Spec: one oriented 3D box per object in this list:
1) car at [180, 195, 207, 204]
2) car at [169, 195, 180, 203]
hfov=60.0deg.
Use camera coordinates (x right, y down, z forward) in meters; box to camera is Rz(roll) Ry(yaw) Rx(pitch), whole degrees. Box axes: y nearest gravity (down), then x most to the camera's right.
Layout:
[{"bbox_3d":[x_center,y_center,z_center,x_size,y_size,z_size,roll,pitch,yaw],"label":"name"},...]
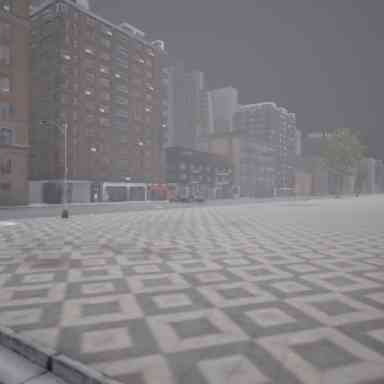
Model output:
[{"bbox_3d":[0.657,1.334,57.484,1.837,1.490,4.892,1,0,36],"label":"car"},{"bbox_3d":[-1.976,1.250,59.386,1.882,1.535,5.008,1,0,36],"label":"car"}]
